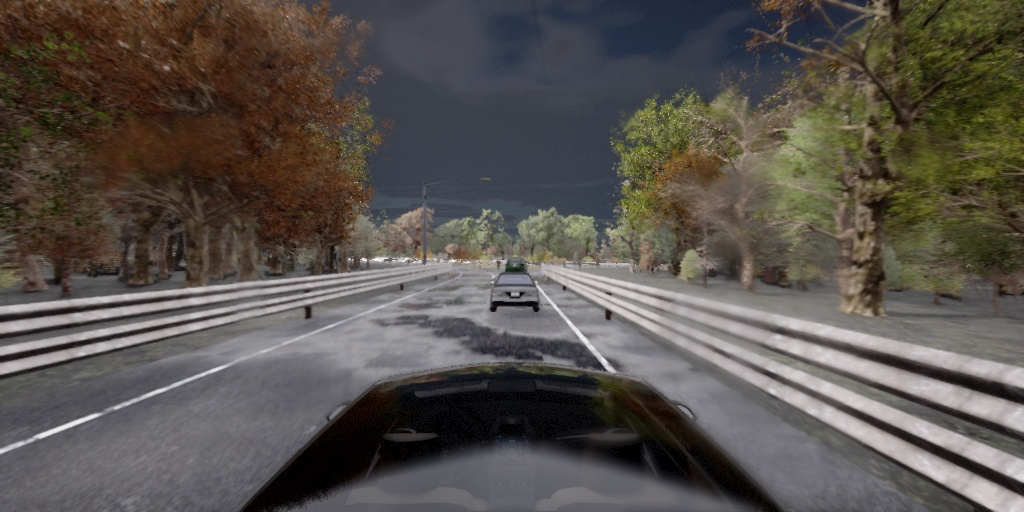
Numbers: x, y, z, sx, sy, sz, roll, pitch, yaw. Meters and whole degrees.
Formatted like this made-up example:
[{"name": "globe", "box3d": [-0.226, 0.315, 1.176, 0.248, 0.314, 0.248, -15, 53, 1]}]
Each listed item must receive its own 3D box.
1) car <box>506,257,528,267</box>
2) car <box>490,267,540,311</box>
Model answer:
[{"name": "car", "box3d": [0.581, 1.113, 40.739, 2.150, 2.045, 5.566, 0, 0, 6]}, {"name": "car", "box3d": [0.100, 1.353, 14.660, 2.033, 1.411, 5.357, 0, 0, 0]}]
